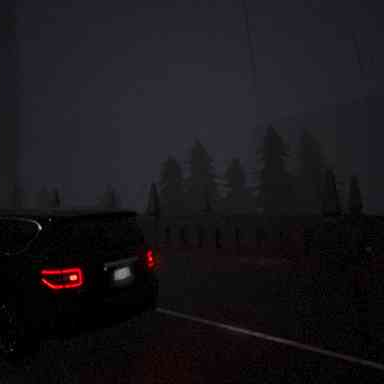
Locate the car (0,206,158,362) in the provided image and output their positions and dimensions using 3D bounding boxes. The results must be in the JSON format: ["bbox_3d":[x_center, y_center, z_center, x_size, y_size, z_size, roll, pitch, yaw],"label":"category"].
[{"bbox_3d":[-3.163,1.313,6.252,5.566,2.045,2.150,-2,-1,36],"label":"car"}]
